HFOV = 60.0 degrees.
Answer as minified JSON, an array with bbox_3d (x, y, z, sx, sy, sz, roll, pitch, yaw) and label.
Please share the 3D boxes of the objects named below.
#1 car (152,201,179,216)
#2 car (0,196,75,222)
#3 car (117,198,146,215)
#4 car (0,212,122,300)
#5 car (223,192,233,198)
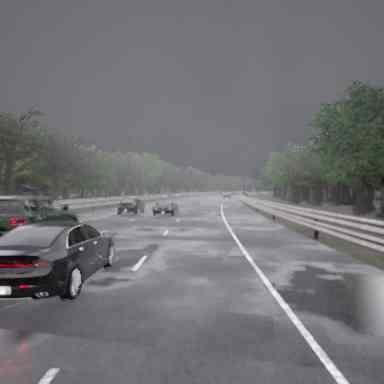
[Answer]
[{"bbox_3d":[-2.325,1.464,30.488,1.895,1.301,4.718,0,0,4],"label":"car"},{"bbox_3d":[-6.645,1.160,13.834,2.150,2.045,5.566,0,0,2],"label":"car"},{"bbox_3d":[-5.732,1.358,31.867,1.837,1.490,4.892,0,0,4],"label":"car"},{"bbox_3d":[-3.280,1.470,8.262,1.837,1.490,4.892,0,0,1],"label":"car"},{"bbox_3d":[9.640,0.994,92.643,1.882,1.535,5.008,0,0,10],"label":"car"}]
